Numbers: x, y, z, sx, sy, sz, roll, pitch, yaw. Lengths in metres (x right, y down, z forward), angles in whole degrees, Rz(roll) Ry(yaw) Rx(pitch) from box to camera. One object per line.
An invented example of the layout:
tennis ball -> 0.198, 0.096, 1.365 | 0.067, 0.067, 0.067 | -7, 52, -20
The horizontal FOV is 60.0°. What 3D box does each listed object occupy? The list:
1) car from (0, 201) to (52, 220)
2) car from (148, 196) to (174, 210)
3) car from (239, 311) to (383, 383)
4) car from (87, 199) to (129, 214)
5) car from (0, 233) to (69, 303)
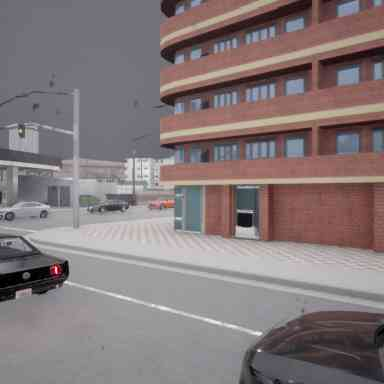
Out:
car -> -14.133, 1.523, 27.951 | 1.812, 1.442, 4.674 | 0, 0, 34
car -> -3.670, 1.389, 43.183 | 2.097, 1.767, 4.553 | 0, 0, 35
car -> 2.651, 1.514, 2.104 | 4.892, 1.490, 1.837 | 0, 0, 35
car -> -8.907, 1.509, 35.595 | 2.128, 1.511, 4.902 | 0, 0, 35
car -> -4.929, 1.599, 7.496 | 4.718, 1.301, 1.895 | 0, 0, 36
